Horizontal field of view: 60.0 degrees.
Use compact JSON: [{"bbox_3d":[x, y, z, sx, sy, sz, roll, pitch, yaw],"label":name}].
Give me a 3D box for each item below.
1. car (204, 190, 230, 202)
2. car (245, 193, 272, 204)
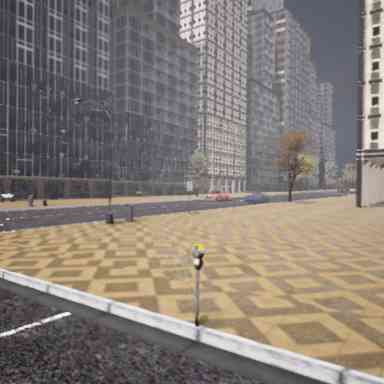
[{"bbox_3d":[3.663,0.501,49.063,2.097,1.767,4.553,1,2,37],"label":"car"},{"bbox_3d":[9.136,0.787,45.437,2.033,1.411,5.357,1,2,36],"label":"car"}]
